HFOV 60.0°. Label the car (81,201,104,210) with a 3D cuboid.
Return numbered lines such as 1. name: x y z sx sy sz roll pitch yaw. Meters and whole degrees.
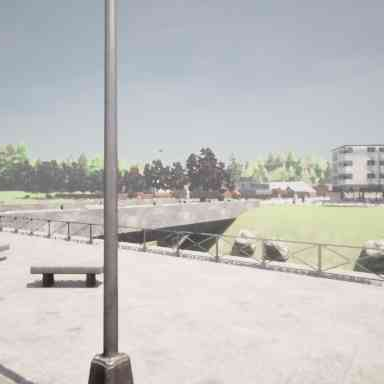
1. car: -9.366 1.600 35.578 1.895 1.301 4.718 0 0 36
